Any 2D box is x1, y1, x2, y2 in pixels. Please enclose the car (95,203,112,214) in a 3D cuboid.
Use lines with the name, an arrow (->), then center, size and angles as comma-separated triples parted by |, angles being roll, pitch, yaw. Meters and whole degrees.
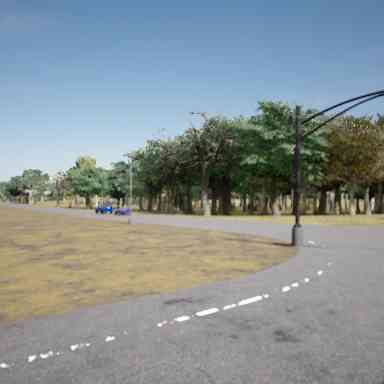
car -> -17.340, 3.271, 65.581 | 2.150, 2.045, 5.566 | 1, -2, -33

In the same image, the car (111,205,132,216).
car -> -11.837, 3.284, 57.178 | 1.812, 1.442, 4.674 | 1, -2, -33
